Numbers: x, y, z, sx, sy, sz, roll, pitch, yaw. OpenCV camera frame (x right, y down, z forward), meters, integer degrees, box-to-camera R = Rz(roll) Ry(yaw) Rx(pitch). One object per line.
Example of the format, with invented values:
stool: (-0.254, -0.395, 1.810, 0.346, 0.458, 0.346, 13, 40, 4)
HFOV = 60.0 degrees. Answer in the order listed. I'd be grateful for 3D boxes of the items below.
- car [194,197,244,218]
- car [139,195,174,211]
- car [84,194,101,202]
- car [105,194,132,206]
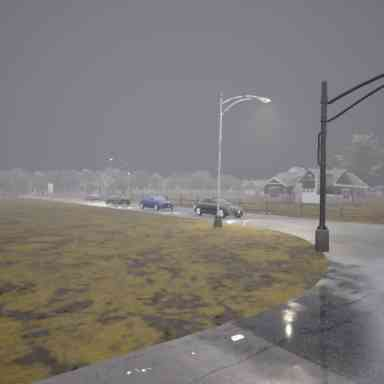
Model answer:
car: (2.061, 1.226, 26.476, 1.837, 1.490, 4.892, 2, 0, -35)
car: (-3.735, 1.083, 34.622, 1.882, 1.535, 5.008, 2, 0, -36)
car: (-18.193, 1.006, 61.145, 2.033, 1.411, 5.357, 2, -1, -35)
car: (-9.526, 1.108, 42.775, 1.895, 1.301, 4.718, 2, -1, -35)
